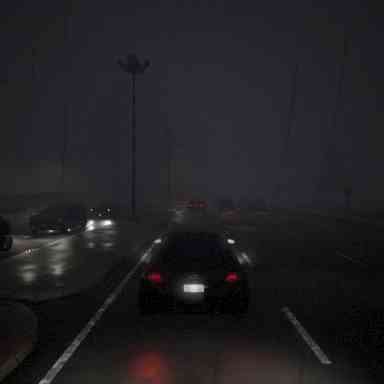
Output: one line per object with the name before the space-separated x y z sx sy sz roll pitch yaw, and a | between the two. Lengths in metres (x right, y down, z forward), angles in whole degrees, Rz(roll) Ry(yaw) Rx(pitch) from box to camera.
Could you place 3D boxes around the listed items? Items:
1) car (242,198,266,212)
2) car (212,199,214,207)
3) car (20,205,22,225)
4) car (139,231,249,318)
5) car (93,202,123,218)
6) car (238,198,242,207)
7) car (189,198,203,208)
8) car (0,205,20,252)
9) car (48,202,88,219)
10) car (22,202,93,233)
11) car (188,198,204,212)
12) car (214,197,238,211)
car | 7.462 1.478 39.229 1.882 1.535 5.008 0 0 1
car | 4.090 1.491 50.174 2.128 1.511 4.902 0 0 1
car | -11.285 1.526 20.369 1.812 1.442 4.674 0 0 1
car | 0.054 1.564 7.517 1.994 1.385 4.181 0 0 1
car | -7.663 1.601 30.007 1.895 1.301 4.718 0 0 1
car | 7.578 1.564 49.714 1.994 1.385 4.181 0 0 1
car | 0.582 1.564 49.987 1.994 1.385 4.181 0 0 1
car | -7.967 1.352 10.872 2.097 1.767 4.553 0 0 1
car | -11.160 1.601 30.308 1.895 1.301 4.718 0 0 1
car | -7.790 1.478 19.918 1.882 1.535 5.008 0 0 1
car | 0.470 1.547 39.638 2.033 1.411 5.357 0 0 1
car | 3.977 1.505 39.847 1.837 1.490 4.892 0 0 1
